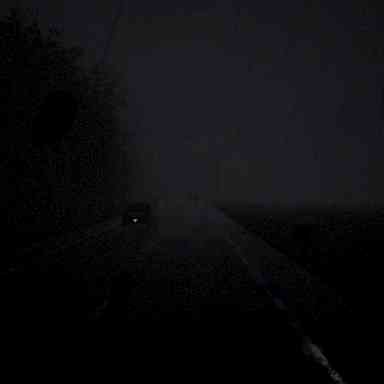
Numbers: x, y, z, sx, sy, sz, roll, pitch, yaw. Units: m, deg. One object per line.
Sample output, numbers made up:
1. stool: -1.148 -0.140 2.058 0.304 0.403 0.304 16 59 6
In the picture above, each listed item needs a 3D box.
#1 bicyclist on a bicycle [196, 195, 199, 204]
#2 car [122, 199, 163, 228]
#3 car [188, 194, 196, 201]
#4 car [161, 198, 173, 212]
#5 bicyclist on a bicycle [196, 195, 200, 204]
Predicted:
1. bicyclist on a bicycle: 1.026 1.473 65.554 0.582 1.620 1.656 0 0 0
2. car: -3.378 1.498 22.260 2.128 1.511 4.902 0 0 0
3. car: 0.079 1.284 80.542 2.097 1.767 4.553 0 0 0
4. car: -3.364 1.516 39.066 1.837 1.490 4.892 0 0 0
5. bicyclist on a bicycle: 1.019 1.388 57.065 0.659 1.776 1.843 0 0 0
